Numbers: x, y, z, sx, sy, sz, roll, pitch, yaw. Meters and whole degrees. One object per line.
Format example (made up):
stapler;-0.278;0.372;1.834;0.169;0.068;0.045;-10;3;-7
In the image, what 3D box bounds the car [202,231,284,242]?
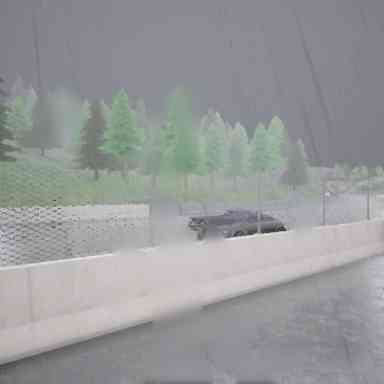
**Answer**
car;2.235;1.564;14.573;4.181;1.385;1.994;0;0;-38
